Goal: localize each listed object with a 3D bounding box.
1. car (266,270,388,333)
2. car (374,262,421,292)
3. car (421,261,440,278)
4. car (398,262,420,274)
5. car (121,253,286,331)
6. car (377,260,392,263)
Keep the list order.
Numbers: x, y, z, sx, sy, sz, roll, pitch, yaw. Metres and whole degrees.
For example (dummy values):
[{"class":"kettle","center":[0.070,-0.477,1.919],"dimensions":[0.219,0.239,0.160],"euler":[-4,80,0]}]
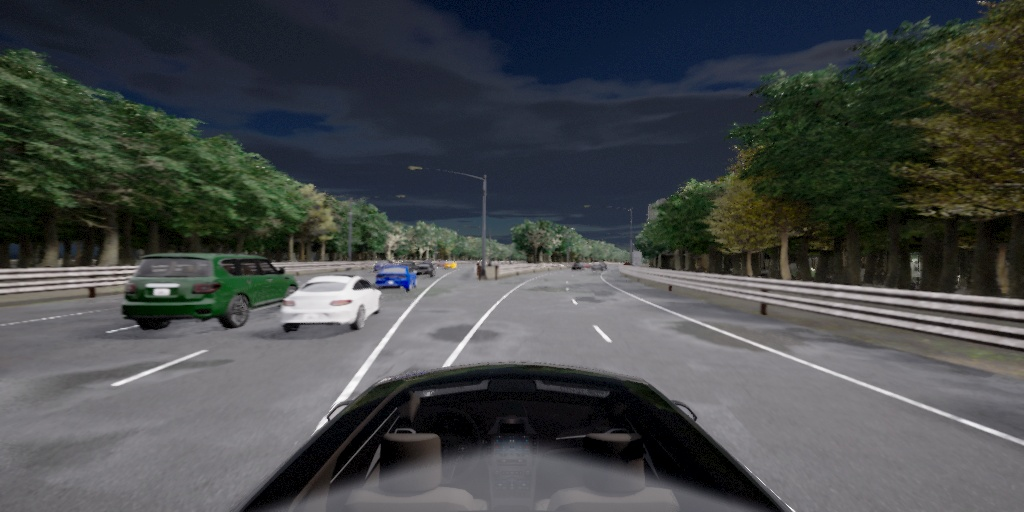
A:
[{"class":"car","center":[-5.159,1.292,10.767],"dimensions":[1.812,1.442,4.674],"euler":[1,-1,-10]},{"class":"car","center":[-7.001,1.335,22.113],"dimensions":[1.882,1.535,5.008],"euler":[1,-1,-8]},{"class":"car","center":[-9.047,1.480,37.754],"dimensions":[1.837,1.490,4.892],"euler":[1,-1,-7]},{"class":"car","center":[-13.381,1.501,46.761],"dimensions":[1.837,1.490,4.892],"euler":[1,-1,-5]},{"class":"car","center":[-8.673,0.948,11.056],"dimensions":[2.150,2.045,5.566],"euler":[1,0,-10]},{"class":"car","center":[-17.081,1.314,48.671],"dimensions":[2.097,1.767,4.553],"euler":[1,-1,-5]}]
